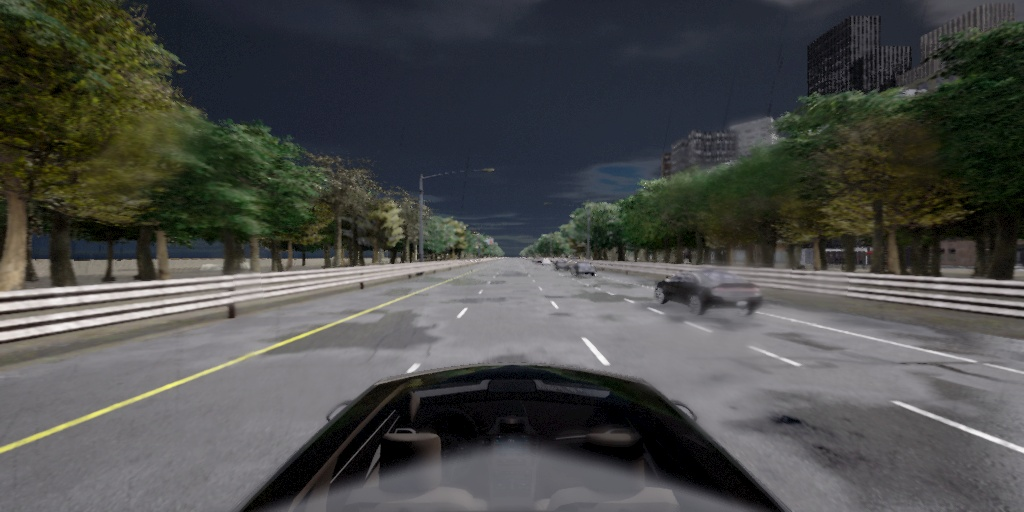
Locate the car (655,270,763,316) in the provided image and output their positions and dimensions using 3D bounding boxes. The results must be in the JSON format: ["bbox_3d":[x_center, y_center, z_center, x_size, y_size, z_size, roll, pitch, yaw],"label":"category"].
[{"bbox_3d":[7.002,1.248,13.349,2.128,1.511,4.902,0,0,0],"label":"car"}]

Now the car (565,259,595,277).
[{"bbox_3d":[7.044,1.329,36.284,2.033,1.411,5.357,0,0,0],"label":"car"}]

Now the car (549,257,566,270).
[{"bbox_3d":[7.105,1.294,52.268,2.128,1.511,4.902,0,0,0],"label":"car"}]
